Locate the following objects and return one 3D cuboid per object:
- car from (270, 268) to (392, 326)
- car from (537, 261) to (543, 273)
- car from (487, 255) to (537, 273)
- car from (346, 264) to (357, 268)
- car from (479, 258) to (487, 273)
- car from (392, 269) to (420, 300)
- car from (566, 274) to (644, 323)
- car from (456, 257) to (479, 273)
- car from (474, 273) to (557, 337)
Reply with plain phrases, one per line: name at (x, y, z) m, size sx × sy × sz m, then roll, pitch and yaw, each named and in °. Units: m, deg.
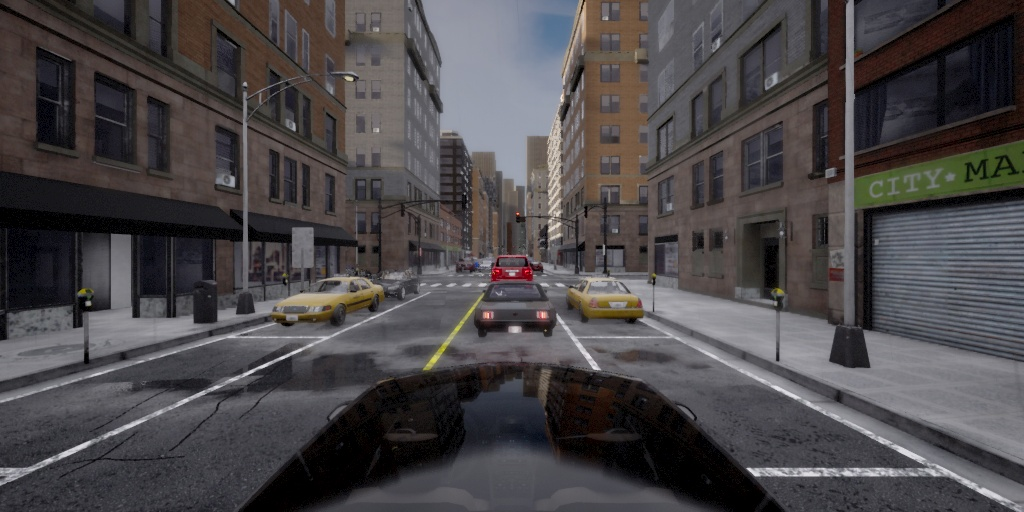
car at (-5.664, 1.276, 11.647) m, size 1.751 × 1.417 × 4.829 m, roll 0°, pitch 0°, yaw 0°
car at (2.874, 1.308, 44.112) m, size 1.888 × 1.381 × 4.507 m, roll 0°, pitch 0°, yaw 0°
car at (0.008, 0.974, 19.993) m, size 2.150 × 2.045 × 5.566 m, roll 0°, pitch 0°, yaw 0°
car at (-13.665, 1.337, 29.252) m, size 4.181 × 1.385 × 1.994 m, roll 0°, pitch 0°, yaw 1°
car at (-3.081, 1.289, 44.717) m, size 1.812 × 1.442 × 4.674 m, roll 0°, pitch 0°, yaw 0°
car at (-5.662, 1.302, 17.342) m, size 2.007 × 1.370 × 4.403 m, roll 0°, pitch 0°, yaw 0°
car at (2.861, 1.276, 11.983) m, size 1.751 × 1.417 × 4.829 m, roll 0°, pitch 0°, yaw 0°
car at (-5.651, 1.078, 44.116) m, size 2.192 × 1.841 × 5.009 m, roll 0°, pitch 0°, yaw 0°
car at (0.085, 1.351, 10.223) m, size 1.895 × 1.301 × 4.718 m, roll 0°, pitch 0°, yaw 0°
